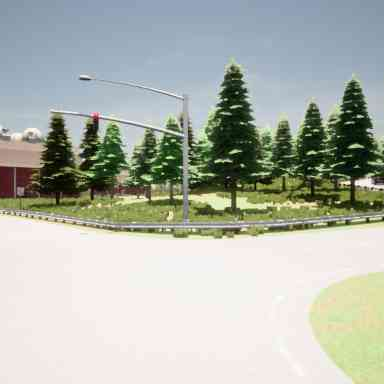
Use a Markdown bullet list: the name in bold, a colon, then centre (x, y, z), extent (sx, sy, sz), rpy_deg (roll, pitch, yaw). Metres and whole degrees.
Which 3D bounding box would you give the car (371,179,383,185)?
- **car**: centre (29.049, -1.912, 51.483), extent (1.837, 1.490, 4.892), rpy_deg (0, 5, 21)
